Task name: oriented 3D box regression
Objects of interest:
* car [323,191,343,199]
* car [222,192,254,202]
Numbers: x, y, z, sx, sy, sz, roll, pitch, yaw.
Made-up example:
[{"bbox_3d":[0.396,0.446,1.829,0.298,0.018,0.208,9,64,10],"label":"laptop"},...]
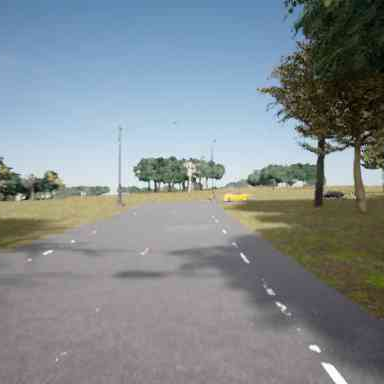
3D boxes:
[{"bbox_3d":[24.903,0.548,60.412,4.892,1.490,1.837,-3,-2,-1],"label":"car"},{"bbox_3d":[7.352,0.698,53.076,5.008,1.535,1.882,-3,-1,-1],"label":"car"}]
